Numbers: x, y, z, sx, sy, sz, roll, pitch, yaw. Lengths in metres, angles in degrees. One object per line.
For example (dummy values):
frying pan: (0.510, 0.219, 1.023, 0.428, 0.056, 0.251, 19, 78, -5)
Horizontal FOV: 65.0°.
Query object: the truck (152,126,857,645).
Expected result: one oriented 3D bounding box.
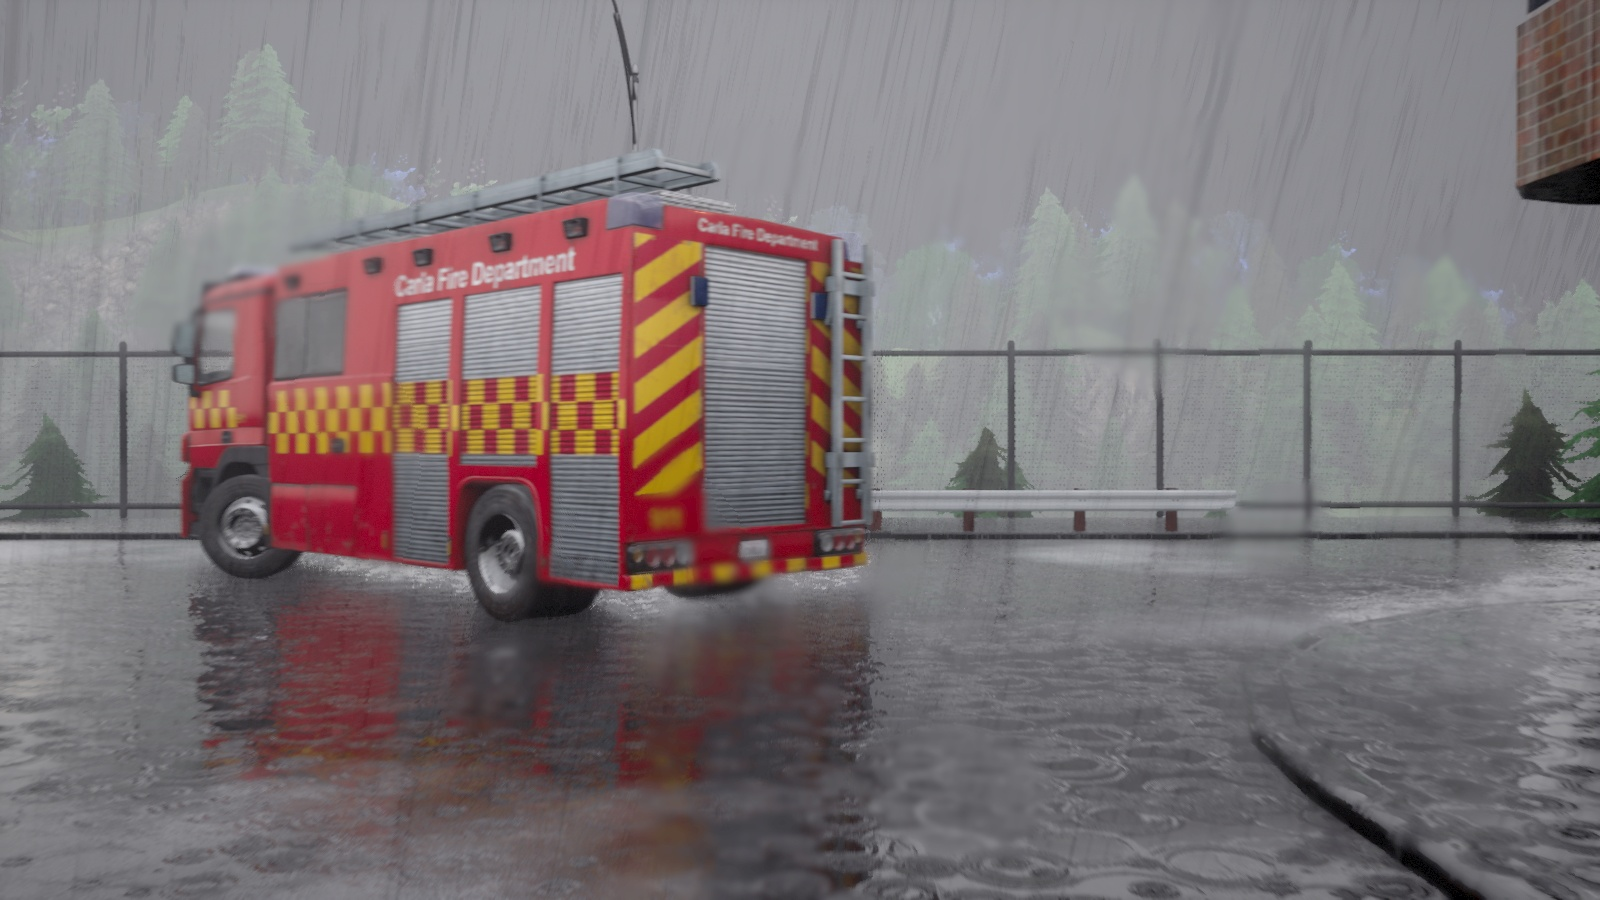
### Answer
truck: (-3.600, -0.494, 13.169, 8.468, 3.827, 2.891, 0, 0, 42)
